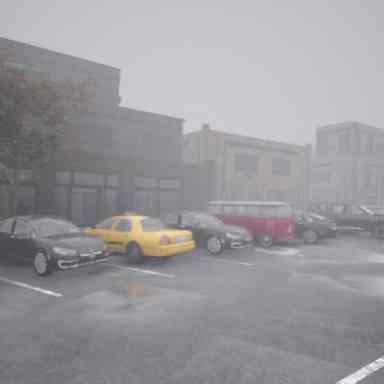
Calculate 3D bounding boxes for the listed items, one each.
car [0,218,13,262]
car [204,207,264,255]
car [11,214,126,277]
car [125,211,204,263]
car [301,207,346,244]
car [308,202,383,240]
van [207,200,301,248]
[{"bbox_3d":[-7.049,1.473,8.578,5.008,1.535,2.097,-1,-1,34],"label":"car"},{"bbox_3d":[0.102,1.555,13.665,4.892,1.521,2.231,-1,-2,35],"label":"car"},{"bbox_3d":[-4.665,1.481,10.275,4.892,1.521,2.231,-1,-1,35],"label":"car"},{"bbox_3d":[-2.434,1.505,12.066,5.366,1.575,1.946,-1,-1,35],"label":"car"},{"bbox_3d":[4.880,1.708,17.029,4.892,1.521,2.231,0,-1,35],"label":"car"},{"bbox_3d":[9.695,1.691,20.413,5.566,2.045,2.435,0,-3,35],"label":"car"},{"bbox_3d":[2.398,1.396,15.420,4.442,1.987,1.878,0,-1,35],"label":"van"}]
